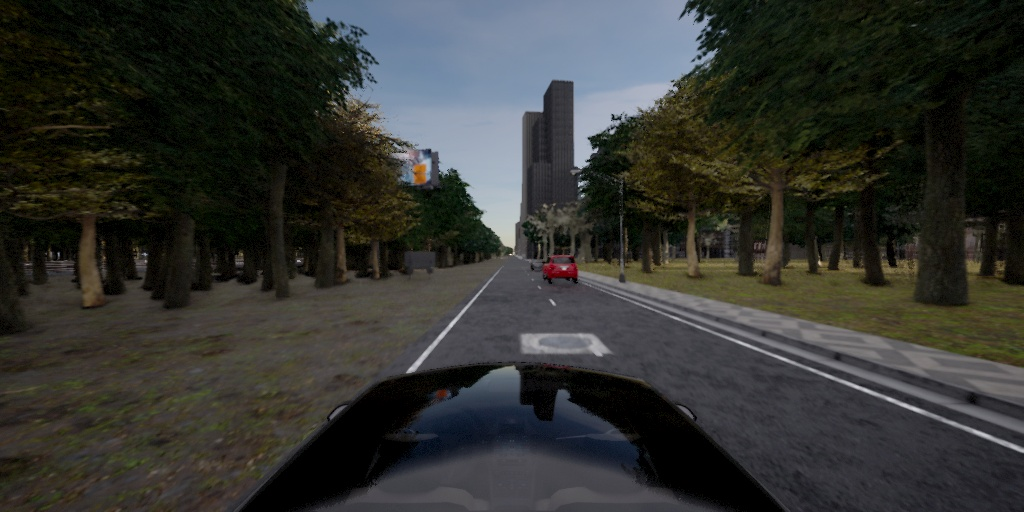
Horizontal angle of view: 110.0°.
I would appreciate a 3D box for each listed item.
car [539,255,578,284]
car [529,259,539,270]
[{"bbox_3d":[3.596,0.966,27.351,2.150,2.045,5.566,0,0,0],"label":"car"},{"bbox_3d":[3.591,1.213,51.546,2.128,1.511,4.902,0,0,0],"label":"car"}]
